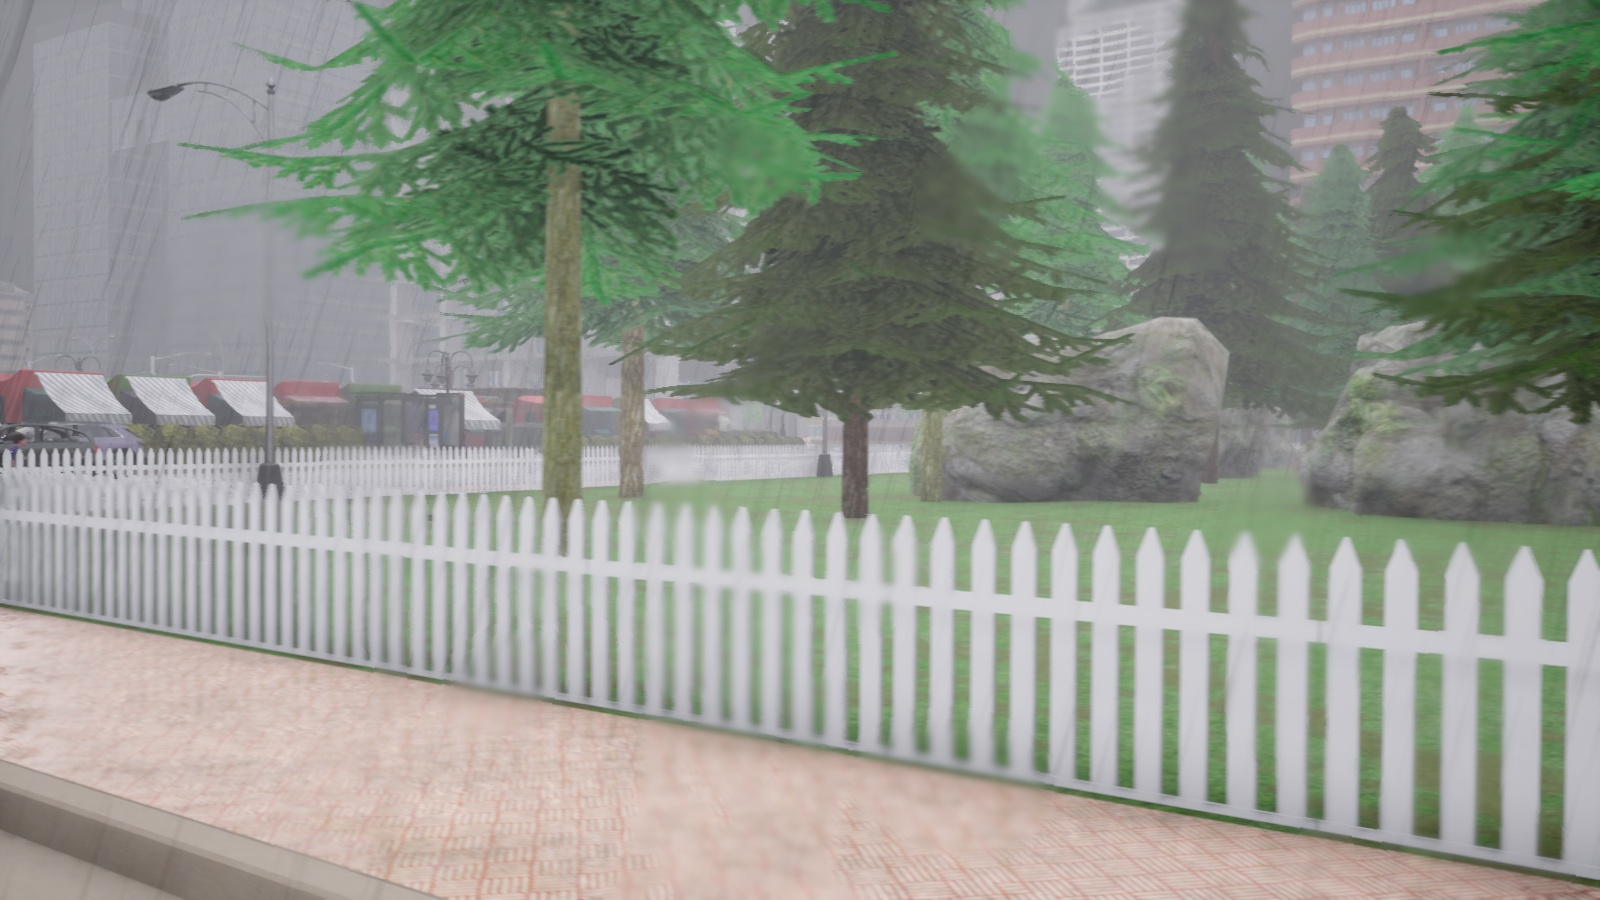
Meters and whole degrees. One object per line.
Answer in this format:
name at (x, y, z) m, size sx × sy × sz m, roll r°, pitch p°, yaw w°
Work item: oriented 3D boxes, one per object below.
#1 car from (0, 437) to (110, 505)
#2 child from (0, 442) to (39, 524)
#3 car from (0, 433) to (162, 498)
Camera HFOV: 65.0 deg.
car at (-18.796, 0.472, 29.933) m, size 1.789 × 1.549 × 3.705 m, roll 0°, pitch 1°, yaw 32°
child at (-12.238, 0.512, 19.690) m, size 0.270 × 1.263 × 0.437 m, roll 0°, pitch 1°, yaw 32°
car at (-20.285, 0.379, 34.142) m, size 2.033 × 1.649 × 4.856 m, roll 0°, pitch 1°, yaw 32°
